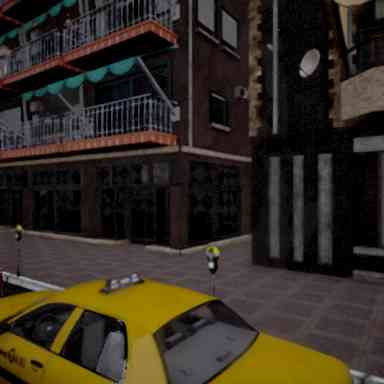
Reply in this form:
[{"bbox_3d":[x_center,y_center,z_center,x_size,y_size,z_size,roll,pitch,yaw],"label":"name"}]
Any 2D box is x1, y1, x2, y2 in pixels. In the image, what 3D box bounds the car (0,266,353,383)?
[{"bbox_3d":[-0.918,1.527,3.524,4.829,1.417,1.752,0,0,35],"label":"car"}]
